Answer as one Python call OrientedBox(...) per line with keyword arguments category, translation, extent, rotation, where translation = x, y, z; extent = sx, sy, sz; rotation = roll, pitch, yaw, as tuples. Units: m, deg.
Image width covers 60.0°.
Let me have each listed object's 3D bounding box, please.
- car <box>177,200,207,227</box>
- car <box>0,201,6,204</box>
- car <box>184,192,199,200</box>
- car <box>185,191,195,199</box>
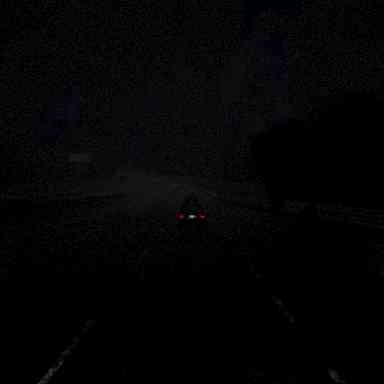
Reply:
OrientedBox(category="car", translation=(-0.001, 1.493, 22.046), extent=(2.033, 1.411, 5.357), rotation=(0, 0, 0))
OrientedBox(category="car", translation=(-17.512, 1.409, 28.195), extent=(1.837, 1.490, 4.892), rotation=(0, 0, 0))
OrientedBox(category="car", translation=(-0.072, 1.143, 50.080), extent=(1.837, 1.490, 4.892), rotation=(0, 1, -1))
OrientedBox(category="car", translation=(-0.471, 0.711, 72.119), extent=(2.128, 1.511, 4.902), rotation=(0, 2, -2))
